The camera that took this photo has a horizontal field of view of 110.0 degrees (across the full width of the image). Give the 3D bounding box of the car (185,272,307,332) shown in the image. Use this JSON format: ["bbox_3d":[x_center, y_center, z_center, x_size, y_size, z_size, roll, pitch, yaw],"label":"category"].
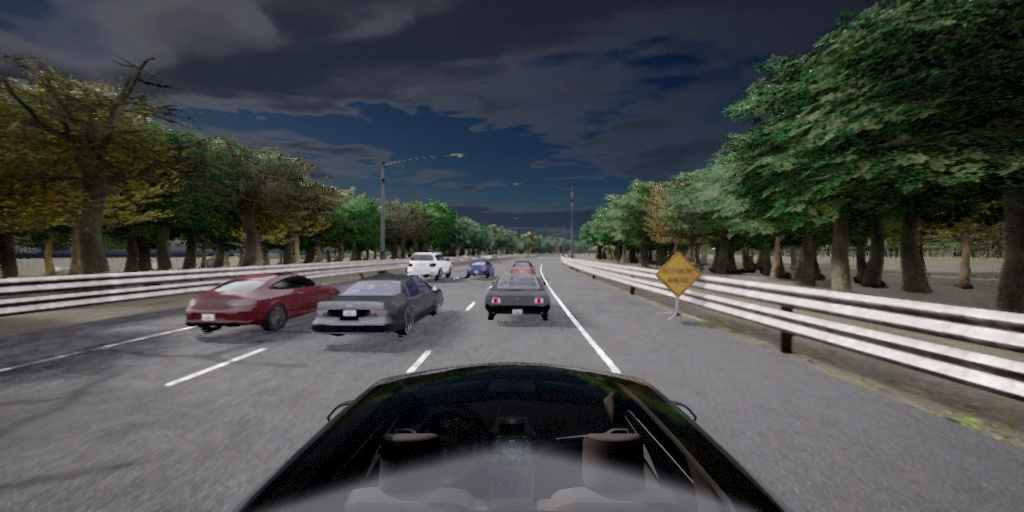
[{"bbox_3d":[-6.833,1.200,10.443,1.812,1.442,4.674,0,1,2],"label":"car"}]

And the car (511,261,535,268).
[{"bbox_3d":[0.894,1.094,28.966,1.994,1.385,4.181,0,0,3],"label":"car"}]

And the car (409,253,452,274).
[{"bbox_3d":[-6.197,0.760,27.620,2.150,2.045,5.566,0,1,3],"label":"car"}]

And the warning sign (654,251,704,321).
[{"bbox_3d":[4.644,0.801,10.068,1.300,1.860,1.060,0,0,1],"label":"warning sign"}]

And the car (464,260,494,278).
[{"bbox_3d":[-2.577,1.048,29.612,1.812,1.442,4.674,0,0,3],"label":"car"}]

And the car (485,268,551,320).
[{"bbox_3d":[0.230,1.266,12.281,1.895,1.301,4.718,0,0,2],"label":"car"}]

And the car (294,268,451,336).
[{"bbox_3d":[-3.344,1.228,10.058,2.033,1.411,5.357,0,0,2],"label":"car"}]
